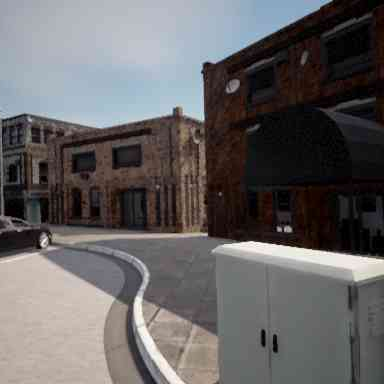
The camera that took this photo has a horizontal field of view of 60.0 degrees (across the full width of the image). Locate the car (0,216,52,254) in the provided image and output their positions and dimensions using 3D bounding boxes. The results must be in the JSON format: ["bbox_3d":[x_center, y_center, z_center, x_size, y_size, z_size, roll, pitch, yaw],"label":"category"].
[{"bbox_3d":[-7.524,1.699,12.994,2.231,1.521,4.892,-1,-1,13],"label":"car"}]
